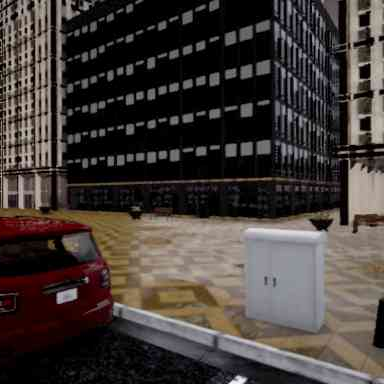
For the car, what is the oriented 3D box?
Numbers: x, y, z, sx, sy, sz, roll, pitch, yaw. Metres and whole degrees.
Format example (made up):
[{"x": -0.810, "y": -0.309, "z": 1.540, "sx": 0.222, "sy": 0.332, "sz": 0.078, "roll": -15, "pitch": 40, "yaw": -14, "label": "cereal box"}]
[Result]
[{"x": -3.422, "y": 1.313, "z": 5.329, "sx": 5.009, "sy": 1.841, "sz": 2.192, "roll": 0, "pitch": 0, "yaw": 35, "label": "car"}]
